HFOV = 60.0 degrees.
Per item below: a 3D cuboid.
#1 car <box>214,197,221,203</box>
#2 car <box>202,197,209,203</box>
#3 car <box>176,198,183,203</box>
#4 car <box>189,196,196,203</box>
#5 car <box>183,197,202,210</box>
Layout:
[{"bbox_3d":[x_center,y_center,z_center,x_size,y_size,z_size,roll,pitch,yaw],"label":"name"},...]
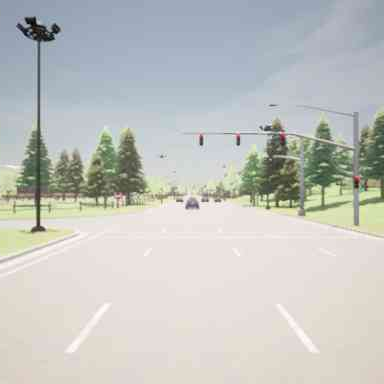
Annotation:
[{"bbox_3d":[7.118,2.241,92.519,2.128,1.511,4.902,0,0,0],"label":"car"},{"bbox_3d":[3.618,2.071,92.494,2.097,1.767,4.553,0,0,0],"label":"car"},{"bbox_3d":[-3.382,2.268,92.499,1.994,1.385,4.181,0,0,0],"label":"car"},{"bbox_3d":[0.118,2.071,92.499,2.097,1.767,4.553,0,0,0],"label":"car"},{"bbox_3d":[0.065,1.748,51.054,2.097,1.767,4.553,0,0,0],"label":"car"}]
